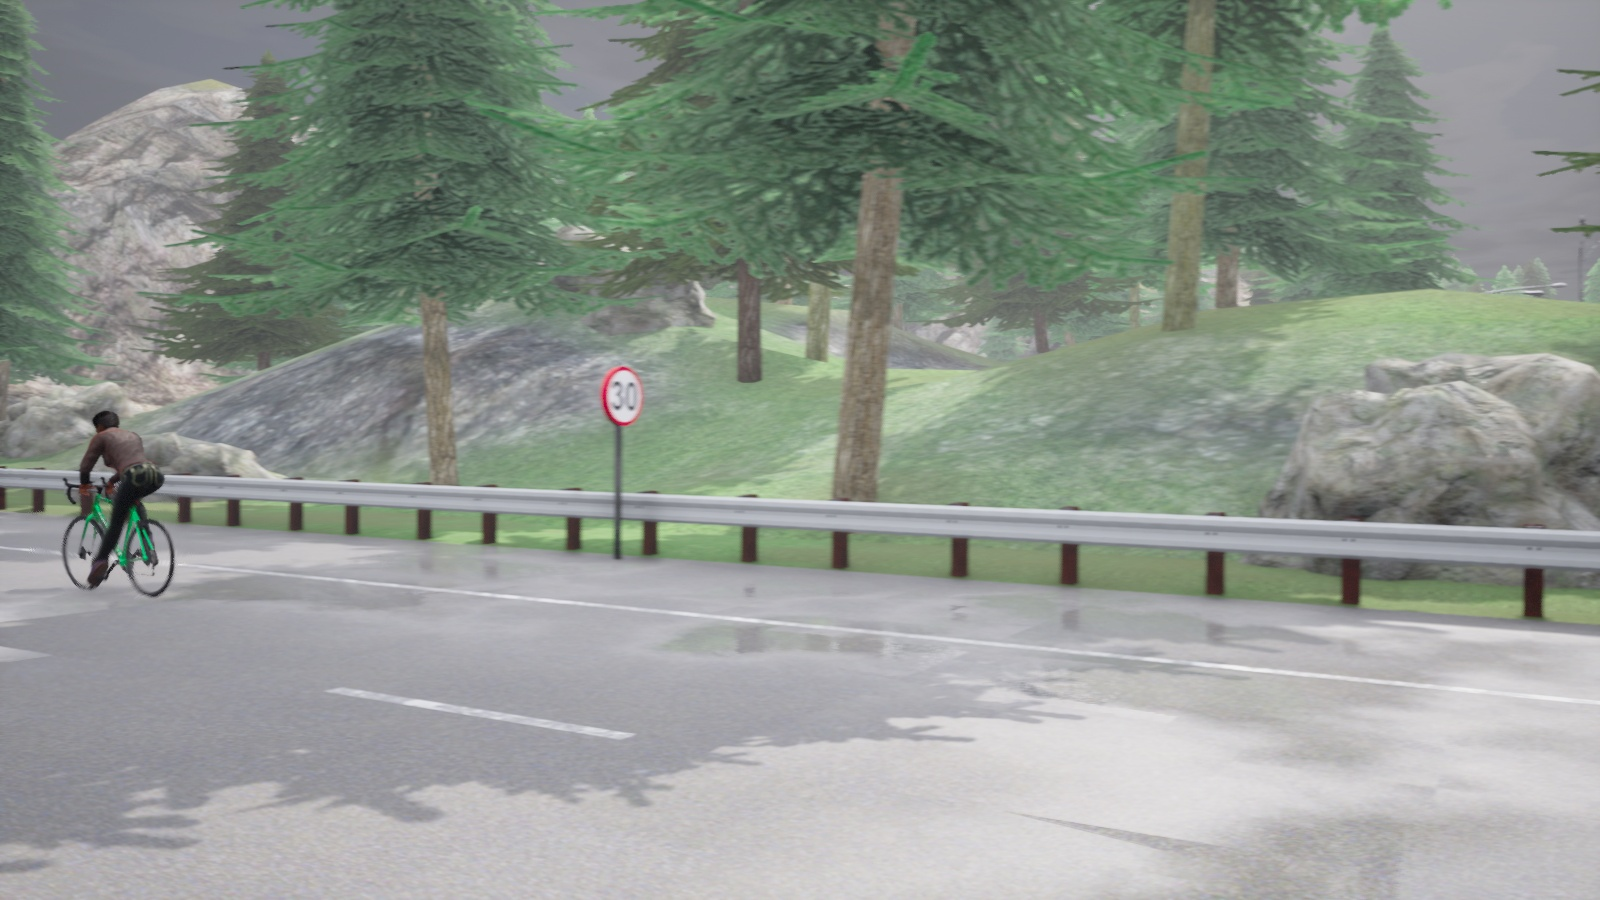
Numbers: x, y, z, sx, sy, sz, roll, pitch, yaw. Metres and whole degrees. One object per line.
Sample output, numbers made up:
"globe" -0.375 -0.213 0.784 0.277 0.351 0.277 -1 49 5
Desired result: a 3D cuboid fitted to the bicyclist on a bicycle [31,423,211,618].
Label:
"bicyclist on a bicycle" -6.001 0.584 11.074 1.656 1.620 0.582 0 1 30
